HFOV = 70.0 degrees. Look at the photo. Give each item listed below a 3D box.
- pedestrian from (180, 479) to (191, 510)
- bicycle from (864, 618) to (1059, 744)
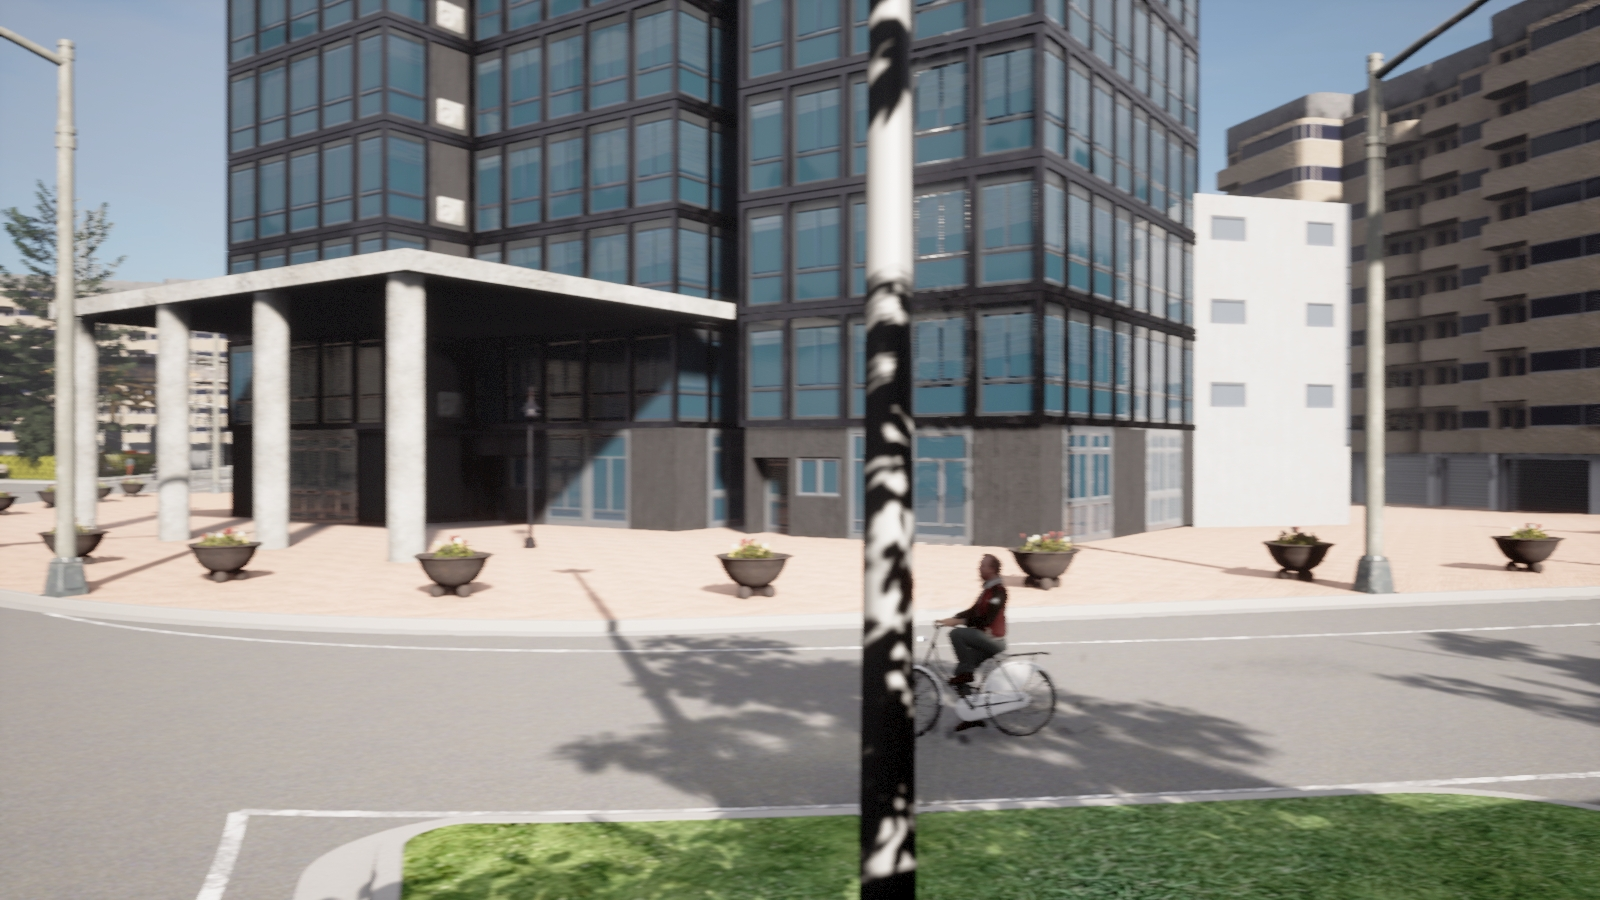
[{"bbox_3d":[-26.745,1.935,49.701,0.375,1.300,0.375,0,0,-35],"label":"pedestrian"},{"bbox_3d":[1.557,2.215,11.029,1.835,1.126,0.329,0,-1,-6],"label":"bicycle"}]
